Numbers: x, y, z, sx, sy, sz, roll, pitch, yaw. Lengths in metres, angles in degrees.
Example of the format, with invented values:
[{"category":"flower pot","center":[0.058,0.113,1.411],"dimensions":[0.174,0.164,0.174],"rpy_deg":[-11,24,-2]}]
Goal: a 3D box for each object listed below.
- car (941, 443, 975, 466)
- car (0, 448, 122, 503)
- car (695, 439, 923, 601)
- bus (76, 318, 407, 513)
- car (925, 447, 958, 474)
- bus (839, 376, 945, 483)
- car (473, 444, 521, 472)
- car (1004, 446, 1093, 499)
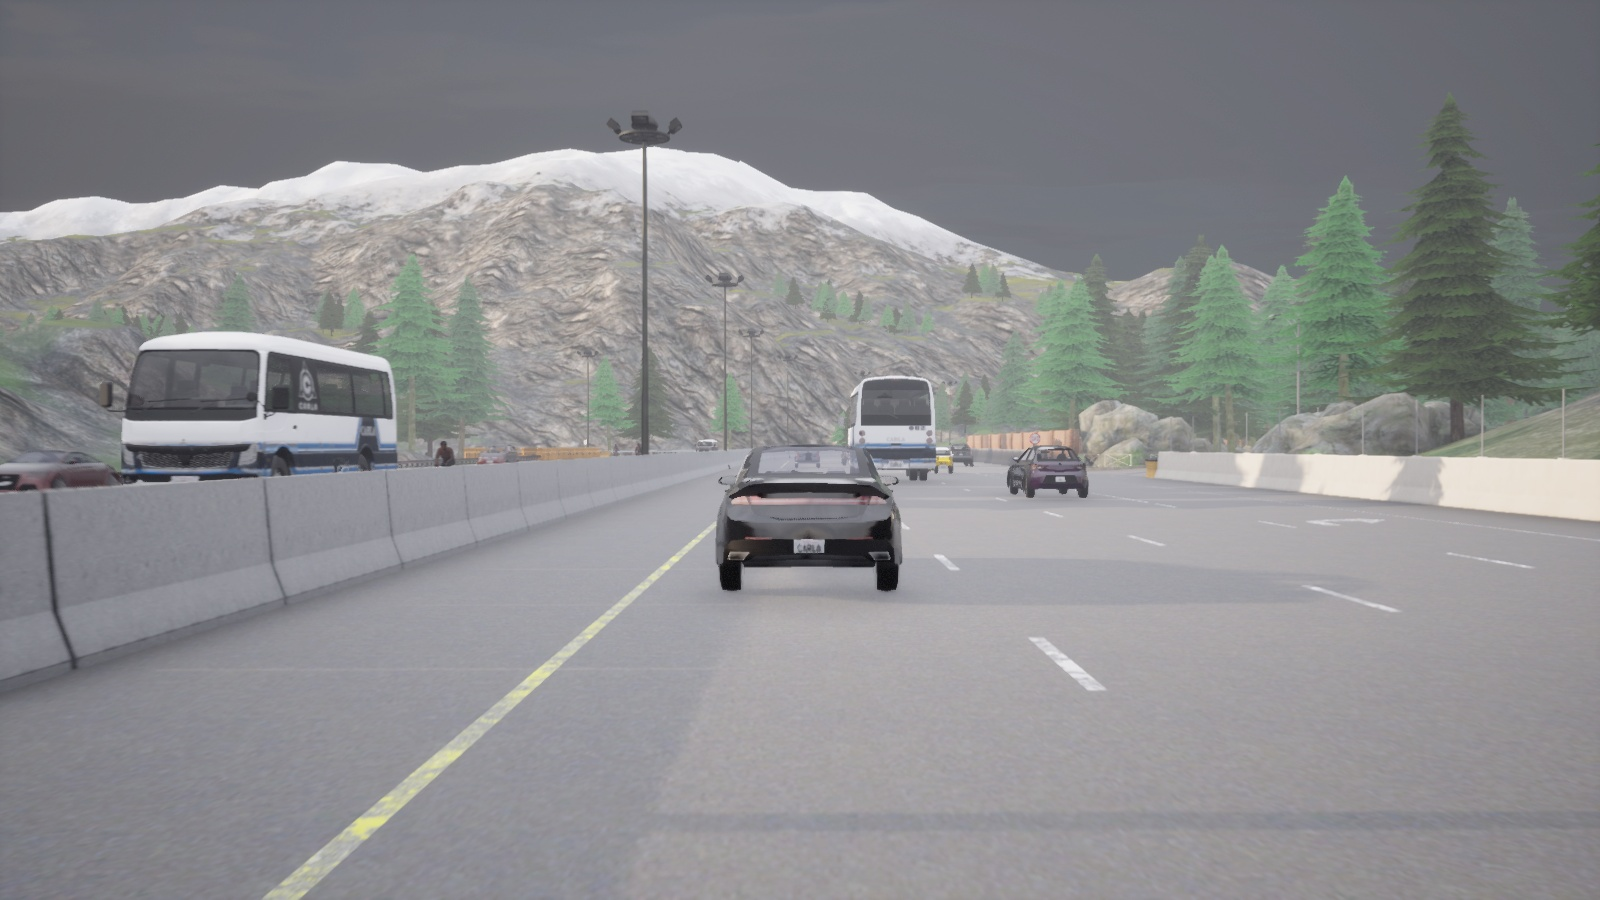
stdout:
[{"category":"car","center":[11.026,0.305,87.925],"dimensions":[1.851,1.617,3.988],"rpy_deg":[0,0,0]},{"category":"car","center":[-20.785,0.657,34.531],"dimensions":[1.994,1.385,4.181],"rpy_deg":[0,0,0]},{"category":"car","center":[0.098,0.647,14.209],"dimensions":[2.128,1.511,4.902],"rpy_deg":[0,0,0]},{"category":"bus","center":[-13.795,-0.770,32.514],"dimensions":[3.944,4.253,10.273],"rpy_deg":[0,0,0]},{"category":"car","center":[7.398,0.545,65.928],"dimensions":[1.481,1.376,2.207],"rpy_deg":[0,1,0]},{"category":"bus","center":[3.837,-0.846,55.253],"dimensions":[3.944,4.253,10.273],"rpy_deg":[0,0,0]},{"category":"car","center":[-17.073,0.430,70.944],"dimensions":[1.789,1.549,3.705],"rpy_deg":[0,0,0]},{"category":"car","center":[7.229,0.620,36.886],"dimensions":[1.816,1.474,4.193],"rpy_deg":[0,0,0]}]
